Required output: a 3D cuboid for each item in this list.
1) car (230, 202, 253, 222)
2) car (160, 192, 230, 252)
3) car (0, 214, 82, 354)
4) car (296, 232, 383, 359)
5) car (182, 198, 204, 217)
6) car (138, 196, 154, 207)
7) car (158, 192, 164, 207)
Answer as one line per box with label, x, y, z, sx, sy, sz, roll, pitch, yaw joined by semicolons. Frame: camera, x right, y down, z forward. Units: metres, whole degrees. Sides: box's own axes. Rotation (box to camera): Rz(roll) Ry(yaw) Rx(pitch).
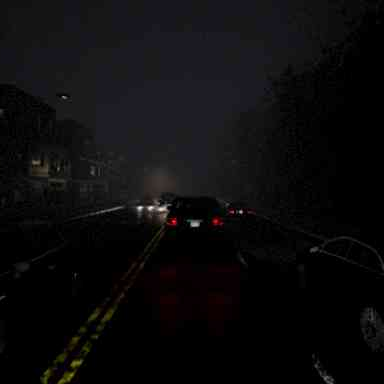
car;3.348;1.430;25.276;2.033;1.411;5.357;0;0;0
car;0.098;1.158;13.719;2.150;2.045;5.566;0;0;0
car;-3.351;1.328;5.066;2.097;1.767;4.553;0;0;0
car;3.347;1.464;5.901;2.128;1.511;4.902;0;0;0
car;0.097;1.363;30.595;1.837;1.490;4.892;0;0;0
car;-6.576;1.303;47.869;1.812;1.442;4.674;0;0;0
car;-3.341;1.009;45.568;2.150;2.045;5.566;0;0;0
